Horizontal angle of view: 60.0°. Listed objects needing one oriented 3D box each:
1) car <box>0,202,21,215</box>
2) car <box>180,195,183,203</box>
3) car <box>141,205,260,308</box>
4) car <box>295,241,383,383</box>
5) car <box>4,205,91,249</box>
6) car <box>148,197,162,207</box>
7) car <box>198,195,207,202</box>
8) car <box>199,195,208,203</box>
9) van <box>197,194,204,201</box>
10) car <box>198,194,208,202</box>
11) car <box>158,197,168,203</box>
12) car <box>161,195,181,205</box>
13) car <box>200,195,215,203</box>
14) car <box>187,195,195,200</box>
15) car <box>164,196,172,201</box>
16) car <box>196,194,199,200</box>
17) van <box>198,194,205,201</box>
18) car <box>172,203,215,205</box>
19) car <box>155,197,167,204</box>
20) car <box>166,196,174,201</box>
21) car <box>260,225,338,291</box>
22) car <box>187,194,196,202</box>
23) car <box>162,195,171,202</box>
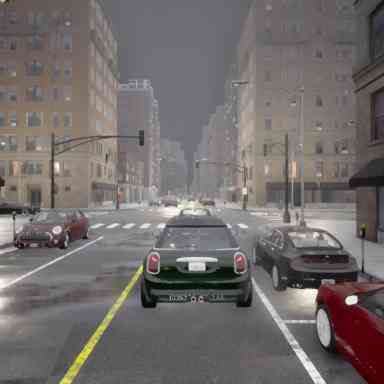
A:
[{"bbox_3d":[-16.318,1.531,30.289,4.718,1.301,1.895,0,0,0],"label":"car"},{"bbox_3d":[-3.131,1.660,60.106,1.895,1.301,4.718,0,0,0],"label":"car"},{"bbox_3d":[0.068,1.354,8.079,2.097,1.767,4.553,0,0,-1],"label":"car"},{"bbox_3d":[2.683,1.545,3.252,1.887,1.381,4.507,0,0,0],"label":"car"},{"bbox_3d":[-5.816,1.445,14.252,1.967,1.590,4.097,0,0,0],"label":"car"},{"bbox_3d":[-5.858,1.594,52.614,2.008,1.369,4.403,0,0,0],"label":"car"},{"bbox_3d":[2.473,1.558,80.205,1.967,1.590,4.097,0,0,0],"label":"car"},{"bbox_3d":[2.512,1.539,74.699,1.967,1.590,4.097,0,0,0],"label":"car"},{"bbox_3d":[2.396,1.502,91.220,1.690,1.788,3.998,0,0,0],"label":"van"},{"bbox_3d":[2.588,1.594,63.855,1.752,1.417,4.829,0,0,0],"label":"car"},{"bbox_3d":[-5.975,1.664,69.138,1.802,1.307,4.206,0,0,0],"label":"car"},{"bbox_3d":[-3.078,1.587,50.289,2.033,1.411,5.357,0,0,-1],"label":"car"},{"bbox_3d":[2.667,1.589,52.671,1.887,1.381,4.507,0,0,0],"label":"car"},{"bbox_3d":[-0.269,1.541,90.149,1.994,1.385,4.181,0,0,0],"label":"car"},{"bbox_3d":[-6.092,1.719,85.662,1.802,1.307,4.206,0,0,0],"label":"car"},{"bbox_3d":[2.551,1.397,69.192,2.192,1.841,5.009,0,0,0],"label":"car"},{"bbox_3d":[2.435,1.479,85.714,1.690,1.788,3.998,0,0,0],"label":"van"},{"bbox_3d":[0.135,1.497,15.443,2.128,1.511,4.902,0,0,0],"label":"car"},{"bbox_3d":[-5.936,1.612,63.630,1.887,1.381,4.507,0,0,0],"label":"car"},{"bbox_3d":[-6.131,1.726,91.170,1.947,1.339,4.313,0,0,0],"label":"car"},{"bbox_3d":[2.696,1.553,8.744,2.008,1.369,4.403,0,0,0],"label":"car"},{"bbox_3d":[-0.198,1.705,80.174,1.895,1.301,4.718,0,0,0],"label":"car"},{"bbox_3d":[-6.052,1.557,80.154,1.967,1.590,4.097,0,0,0],"label":"car"}]
